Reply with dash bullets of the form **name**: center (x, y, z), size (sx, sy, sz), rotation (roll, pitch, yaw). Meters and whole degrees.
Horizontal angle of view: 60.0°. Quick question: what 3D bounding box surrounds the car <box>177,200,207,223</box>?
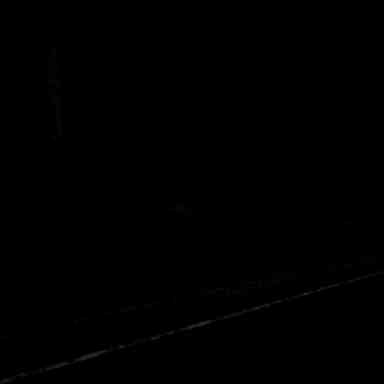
- **car**: center (-1.242, 1.550, 25.818), size (2.002, 1.452, 4.674), rotation (0, 0, -36)

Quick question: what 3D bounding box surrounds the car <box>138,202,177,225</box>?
- **car**: center (-3.498, 1.504, 24.202), size (2.097, 1.535, 5.008), rotation (0, 0, -36)

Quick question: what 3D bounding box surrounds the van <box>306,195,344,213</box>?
- **van**: center (14.631, 1.327, 37.019), size (1.878, 1.987, 4.442), rotation (0, 0, -36)

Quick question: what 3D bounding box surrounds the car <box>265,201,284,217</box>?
- **car**: center (5.535, 1.528, 30.656), size (2.231, 1.521, 4.892), rotation (0, 0, -36)

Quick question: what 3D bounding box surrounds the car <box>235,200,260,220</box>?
- **car**: center (3.270, 1.521, 29.052), size (2.097, 1.535, 5.008), rotation (0, 0, -36)

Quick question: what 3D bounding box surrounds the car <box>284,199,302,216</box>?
- **car**: center (7.772, 1.563, 32.297), size (2.163, 1.488, 4.792), rotation (0, 0, -36)

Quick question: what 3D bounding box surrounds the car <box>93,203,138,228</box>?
- **car**: center (-5.759, 1.540, 22.588), size (2.002, 1.452, 4.674), rotation (0, 0, -36)

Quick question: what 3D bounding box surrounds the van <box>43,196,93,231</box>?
- **van**: center (-8.086, 1.269, 21.073), size (1.878, 1.987, 4.442), rotation (0, 0, -36)

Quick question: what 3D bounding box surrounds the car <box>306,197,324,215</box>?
- **car**: center (10.154, 1.536, 33.736), size (1.946, 1.575, 5.366), rotation (0, 0, -36)

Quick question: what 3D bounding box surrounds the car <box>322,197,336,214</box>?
- **car**: center (12.288, 1.576, 35.526), size (2.163, 1.488, 4.792), rotation (0, 0, -36)

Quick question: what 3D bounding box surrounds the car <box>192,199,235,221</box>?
- **car**: center (0.997, 1.390, 27.459), size (2.185, 1.767, 4.553), rotation (0, 0, -36)
